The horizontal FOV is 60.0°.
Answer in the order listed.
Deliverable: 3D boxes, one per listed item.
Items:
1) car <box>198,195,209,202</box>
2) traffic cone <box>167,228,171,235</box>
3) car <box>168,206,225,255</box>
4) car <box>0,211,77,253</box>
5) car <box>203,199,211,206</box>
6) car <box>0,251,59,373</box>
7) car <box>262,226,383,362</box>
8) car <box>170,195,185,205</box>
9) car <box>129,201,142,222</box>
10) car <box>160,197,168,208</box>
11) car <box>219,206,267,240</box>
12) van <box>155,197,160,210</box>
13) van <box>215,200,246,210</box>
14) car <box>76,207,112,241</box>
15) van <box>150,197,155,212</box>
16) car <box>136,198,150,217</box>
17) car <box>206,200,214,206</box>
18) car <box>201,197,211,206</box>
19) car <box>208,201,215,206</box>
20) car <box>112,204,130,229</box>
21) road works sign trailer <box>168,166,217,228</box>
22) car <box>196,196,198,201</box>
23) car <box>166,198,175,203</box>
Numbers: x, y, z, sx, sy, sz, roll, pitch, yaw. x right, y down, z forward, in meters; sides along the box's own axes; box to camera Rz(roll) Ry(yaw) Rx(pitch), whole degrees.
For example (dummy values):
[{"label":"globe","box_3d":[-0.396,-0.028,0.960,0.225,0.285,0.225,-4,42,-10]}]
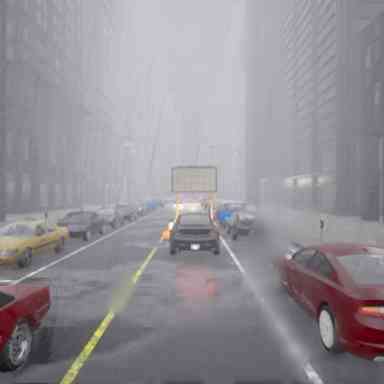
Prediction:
[{"label":"car","box_3d":[2.725,1.745,62.408,2.192,1.841,5.009,0,0,0]},{"label":"traffic cone","box_3d":[-1.300,2.182,17.075,0.340,0.340,0.580,0,0,3]},{"label":"car","box_3d":[0.085,1.572,13.678,1.837,1.490,4.892,0,1,-1]},{"label":"car","box_3d":[-5.770,1.598,11.489,1.752,1.417,4.829,0,0,0]},{"label":"car","box_3d":[2.739,1.816,39.862,2.008,1.369,4.403,0,0,0]},{"label":"car","box_3d":[-3.102,1.620,2.924,1.895,1.301,4.718,0,0,0]},{"label":"car","box_3d":[2.757,1.583,6.046,1.887,1.381,4.507,0,0,0]},{"label":"car","box_3d":[-3.040,1.997,72.293,2.128,1.511,4.902,0,0,0]},{"label":"car","box_3d":[-5.780,1.752,28.569,1.947,1.339,4.313,0,0,0]},{"label":"car","box_3d":[-5.796,1.703,56.752,2.192,1.841,5.009,0,0,0]},{"label":"car","box_3d":[2.751,1.661,17.317,2.008,1.369,4.403,0,0,0]},{"label":"van","box_3d":[-5.790,1.647,45.480,1.690,1.788,3.998,0,0,0]},{"label":"van","box_3d":[2.748,1.489,22.955,1.690,1.788,3.998,0,0,0]},{"label":"car","box_3d":[-5.774,1.677,17.295,1.947,1.339,4.313,0,0,0]},{"label":"van","box_3d":[-5.787,1.607,39.843,1.690,1.788,3.998,0,0,0]},{"label":"car","box_3d":[-5.784,1.666,34.207,1.967,1.590,4.097,0,0,0]},{"label":"car","box_3d":[2.742,1.807,34.226,1.802,1.307,4.206,0,0,0]},{"label":"car","box_3d":[2.732,1.891,51.134,1.887,1.381,4.507,0,0,0]},{"label":"car","box_3d":[2.745,1.737,28.590,2.008,1.369,4.403,0,0,0]},{"label":"car","box_3d":[-5.777,1.730,22.933,1.802,1.307,4.206,0,0,0]},{"label":"road works sign trailer","box_3d":[0.155,0.429,17.552,2.380,3.560,2.880,0,0,8]},{"label":"car","box_3d":[2.713,2.132,85.121,1.752,1.417,4.829,0,0,0]},{"label":"car","box_3d":[-5.814,2.217,90.569,1.947,1.339,4.313,0,0,0]}]
